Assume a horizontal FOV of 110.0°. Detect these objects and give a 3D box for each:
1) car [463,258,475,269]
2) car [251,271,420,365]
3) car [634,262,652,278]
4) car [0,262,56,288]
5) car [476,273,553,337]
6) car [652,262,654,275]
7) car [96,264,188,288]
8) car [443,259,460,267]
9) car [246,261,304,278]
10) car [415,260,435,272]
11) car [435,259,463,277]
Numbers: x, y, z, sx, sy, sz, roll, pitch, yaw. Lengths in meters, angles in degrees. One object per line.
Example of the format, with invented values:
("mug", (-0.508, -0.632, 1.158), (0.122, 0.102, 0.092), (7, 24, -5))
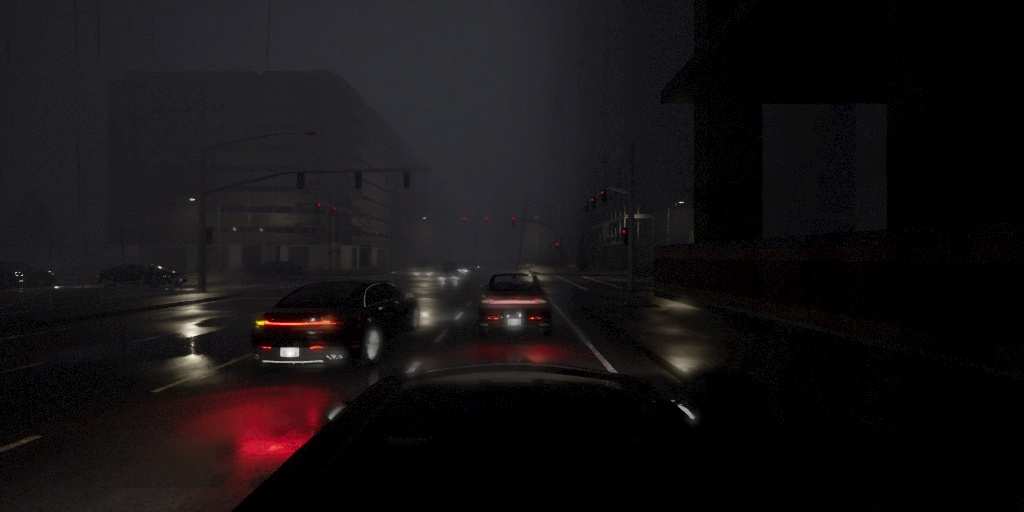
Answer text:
("car", (-7.462, 1.242, 54.862), (2.128, 1.511, 4.902), (0, 0, 0))
("car", (-3.451, 1.255, 8.018), (1.837, 1.490, 4.892), (0, 0, 0))
("car", (13.951, 1.297, 34.326), (4.902, 1.511, 2.128), (0, 0, 0))
("car", (-33.392, 1.157, 23.716), (4.553, 1.767, 2.097), (0, 0, 0))
("car", (0.060, 1.242, 10.337), (2.128, 1.511, 4.902), (0, 0, 0))
("car", (13.987, 1.027, 27.058), (5.566, 2.045, 2.150), (0, 0, 0))
("car", (-24.325, 1.297, 23.697), (4.902, 1.511, 2.128), (0, 0, 0))
("car", (-10.832, 1.243, 64.532), (2.128, 1.511, 4.902), (0, 0, 1))
("car", (-22.565, 1.283, 34.205), (5.008, 1.535, 1.882), (0, 0, 1))
("car", (-10.986, 1.228, 46.140), (1.882, 1.535, 5.008), (0, 0, 1))
("car", (-6.568, 1.320, 37.002), (2.033, 1.411, 5.357), (0, 0, -13))
